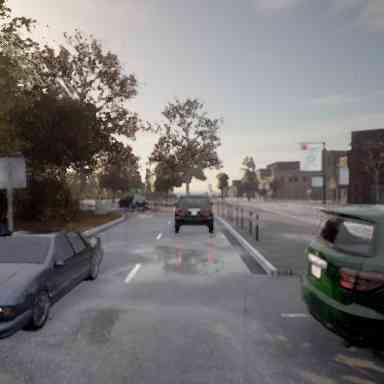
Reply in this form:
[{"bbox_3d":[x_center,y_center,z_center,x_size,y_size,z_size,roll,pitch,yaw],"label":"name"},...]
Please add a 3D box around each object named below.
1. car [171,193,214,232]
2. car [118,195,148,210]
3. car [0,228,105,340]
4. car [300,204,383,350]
[{"bbox_3d":[0.110,1.154,19.872,2.150,2.045,5.566,0,1,0],"label":"car"},{"bbox_3d":[-7.191,1.151,40.114,2.097,1.767,4.553,0,0,-37],"label":"car"},{"bbox_3d":[-3.345,1.529,7.084,2.033,1.411,5.357,0,0,0],"label":"car"},{"bbox_3d":[4.445,1.217,4.737,5.566,2.045,2.435,0,0,0],"label":"car"}]
